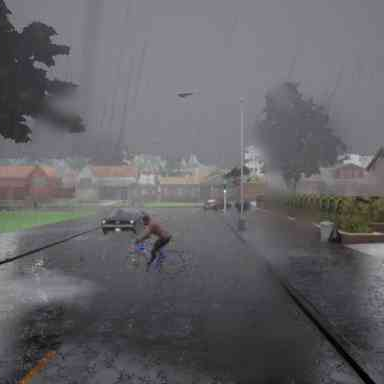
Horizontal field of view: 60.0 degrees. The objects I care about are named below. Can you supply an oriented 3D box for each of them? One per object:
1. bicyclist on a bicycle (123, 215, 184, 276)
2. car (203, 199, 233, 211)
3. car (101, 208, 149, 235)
[{"bbox_3d":[-1.044,1.450,8.918,1.656,1.620,0.582,-2,0,1],"label":"bicyclist on a bicycle"},{"bbox_3d":[3.149,1.525,40.200,1.812,1.442,4.674,0,0,37],"label":"car"},{"bbox_3d":[-3.708,1.601,19.049,1.895,1.301,4.718,0,0,2],"label":"car"}]
